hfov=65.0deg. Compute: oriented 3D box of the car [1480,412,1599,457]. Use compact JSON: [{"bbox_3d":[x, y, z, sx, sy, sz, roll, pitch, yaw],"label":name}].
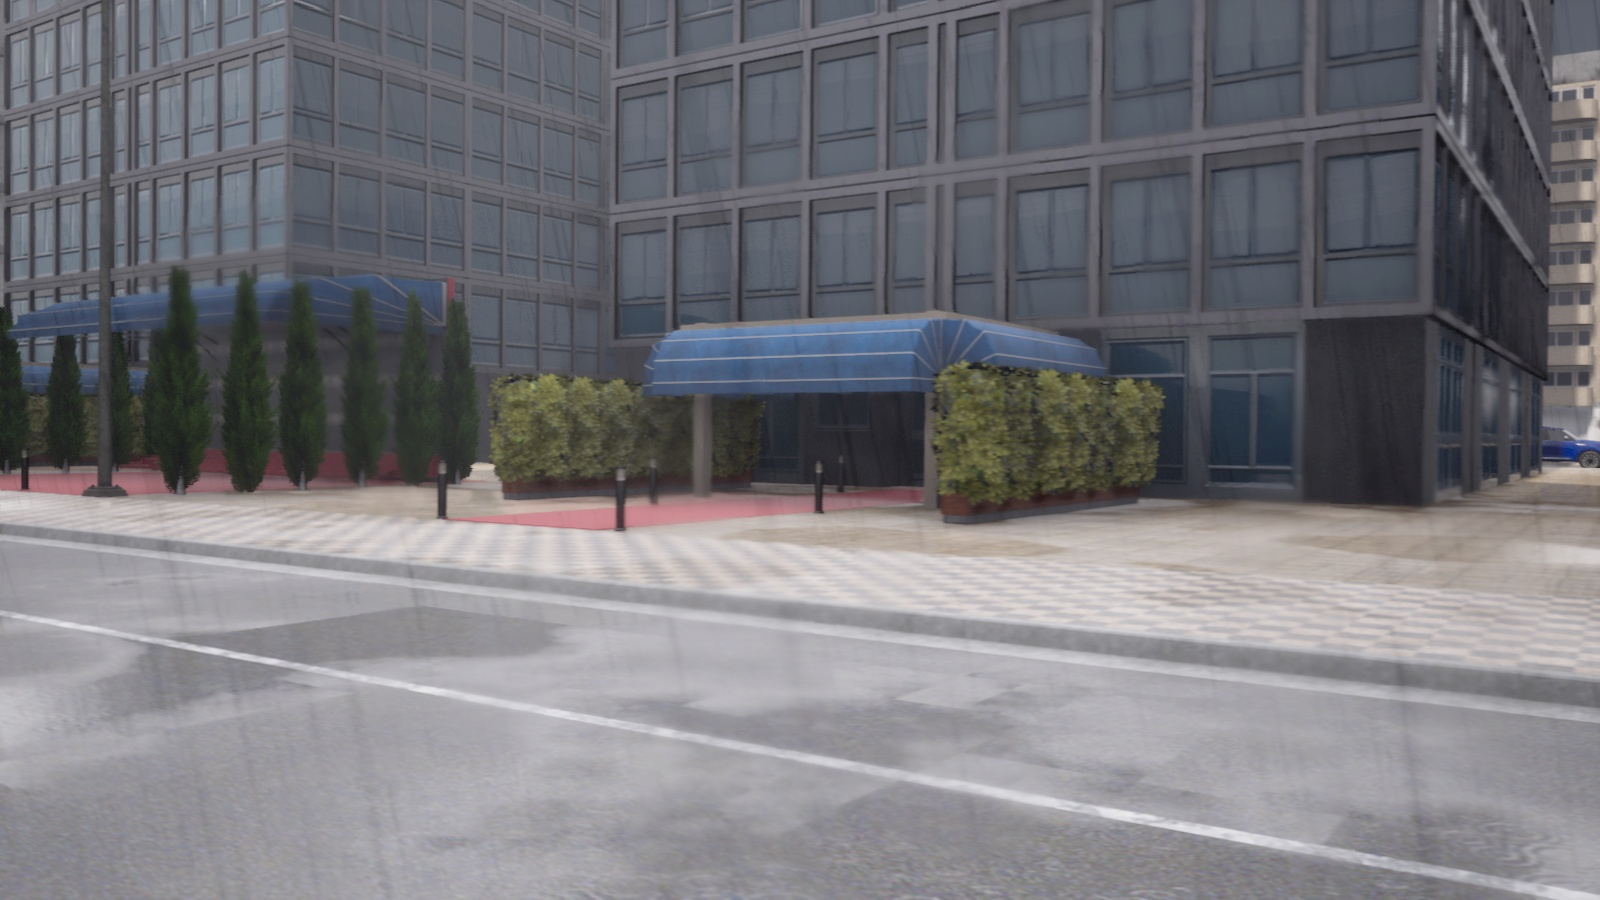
[{"bbox_3d":[35.540,-0.740,59.580,5.566,2.045,2.150,0,1,35],"label":"car"}]
